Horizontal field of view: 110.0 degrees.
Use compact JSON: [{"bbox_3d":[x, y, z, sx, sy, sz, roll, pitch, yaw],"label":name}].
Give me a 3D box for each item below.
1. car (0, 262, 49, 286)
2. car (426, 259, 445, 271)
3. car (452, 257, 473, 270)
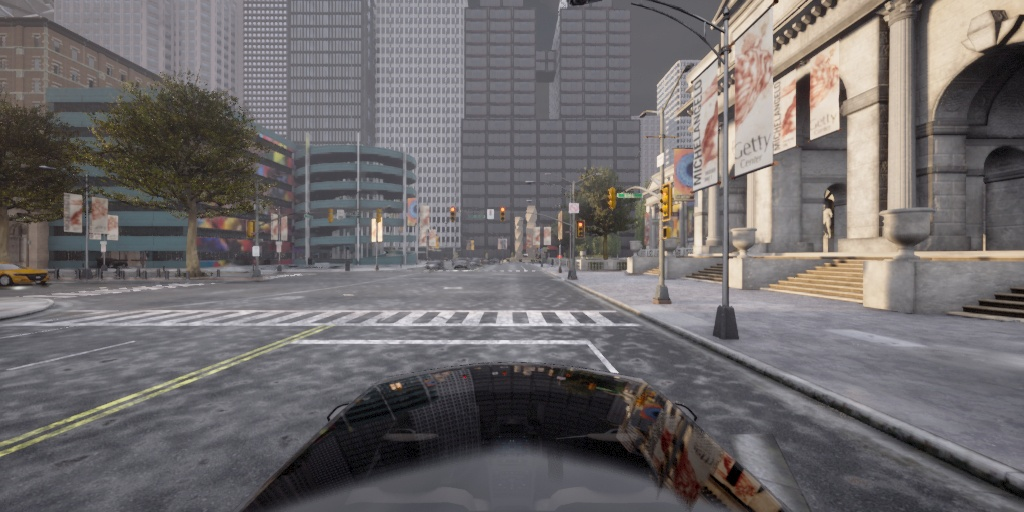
[{"bbox_3d":[-34.048,1.150,23.824,5.008,1.535,1.882,0,0,-1],"label":"car"},{"bbox_3d":[-10.513,1.177,49.257,2.128,1.511,4.902,0,0,0],"label":"car"},{"bbox_3d":[-7.011,1.195,50.452,1.837,1.490,4.892,0,0,0],"label":"car"}]
